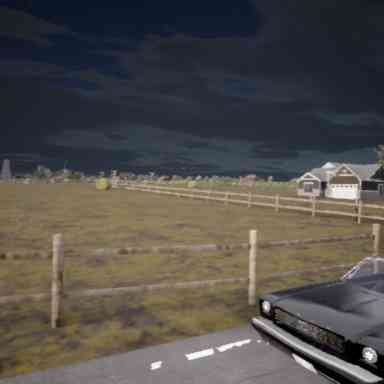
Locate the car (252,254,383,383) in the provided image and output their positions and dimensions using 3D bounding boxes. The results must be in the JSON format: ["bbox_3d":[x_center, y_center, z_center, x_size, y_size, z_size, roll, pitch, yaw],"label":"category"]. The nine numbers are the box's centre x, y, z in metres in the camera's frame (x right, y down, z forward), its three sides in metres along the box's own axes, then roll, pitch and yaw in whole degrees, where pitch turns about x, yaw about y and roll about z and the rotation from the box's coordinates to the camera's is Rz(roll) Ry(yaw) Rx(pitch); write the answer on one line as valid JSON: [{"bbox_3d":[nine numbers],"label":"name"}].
[{"bbox_3d":[3.201,1.623,4.749,4.718,1.301,1.895,1,0,-28],"label":"car"}]
